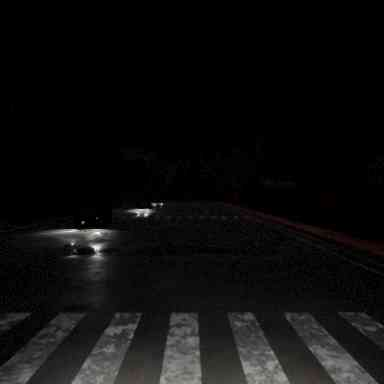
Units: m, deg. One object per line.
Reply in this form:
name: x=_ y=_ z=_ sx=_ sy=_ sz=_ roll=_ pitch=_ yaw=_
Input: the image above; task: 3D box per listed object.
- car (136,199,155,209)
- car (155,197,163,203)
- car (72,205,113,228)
car: x=-7.251 y=1.745 z=50.131 sx=2.128 sy=1.511 sz=4.902 roll=0 pitch=0 yaw=-1
car: x=-7.758 y=1.863 z=76.961 sx=1.837 sy=1.490 sz=4.892 roll=0 pitch=0 yaw=-1
car: x=-6.863 y=1.676 z=23.384 sx=1.837 sy=1.490 sz=4.892 roll=0 pitch=0 yaw=0
